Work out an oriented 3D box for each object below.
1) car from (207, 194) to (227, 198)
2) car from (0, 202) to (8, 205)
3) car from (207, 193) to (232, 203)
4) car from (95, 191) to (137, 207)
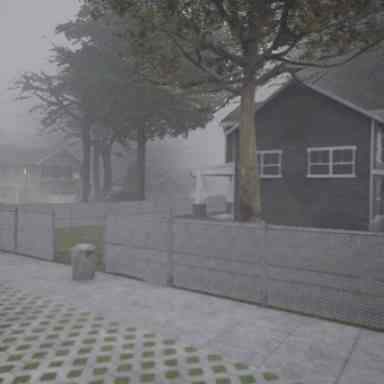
[{"bbox_3d":[3.837,1.051,47.392,1.837,1.490,4.892,1,2,36],"label":"car"},{"bbox_3d":[-13.440,1.424,23.083,1.812,1.442,4.674,1,1,35],"label":"car"},{"bbox_3d":[4.437,0.985,53.071,1.994,1.385,4.181,1,2,36],"label":"car"},{"bbox_3d":[-7.881,0.916,35.844,2.150,2.045,5.566,1,2,35],"label":"car"}]
